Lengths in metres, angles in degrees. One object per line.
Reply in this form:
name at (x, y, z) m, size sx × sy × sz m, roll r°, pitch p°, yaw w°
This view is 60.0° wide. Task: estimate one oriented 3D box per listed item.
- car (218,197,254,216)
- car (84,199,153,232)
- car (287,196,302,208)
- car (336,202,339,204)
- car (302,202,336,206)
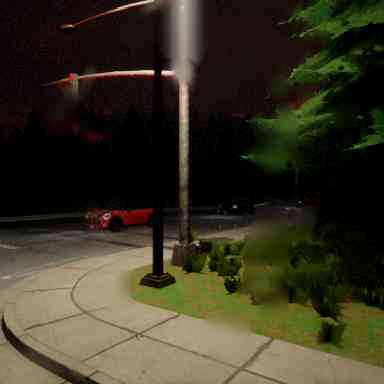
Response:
car at (4.322, 1.337, 32.430) m, size 2.097 × 1.767 × 4.553 m, roll 0°, pitch 0°, yaw 34°
car at (-4.224, 1.335, 20.090) m, size 2.097 × 1.767 × 4.553 m, roll 0°, pitch 0°, yaw 35°
car at (15.224, 1.374, 47.382) m, size 2.097 × 1.767 × 4.553 m, roll 0°, pitch 0°, yaw 37°
car at (22.712, 1.471, 51.369) m, size 2.128 × 1.511 × 4.902 m, roll 0°, pitch 0°, yaw 37°
car at (16.411, 1.201, 42.902) m, size 2.150 × 2.045 × 5.566 m, roll 0°, pitch 0°, yaw 36°
